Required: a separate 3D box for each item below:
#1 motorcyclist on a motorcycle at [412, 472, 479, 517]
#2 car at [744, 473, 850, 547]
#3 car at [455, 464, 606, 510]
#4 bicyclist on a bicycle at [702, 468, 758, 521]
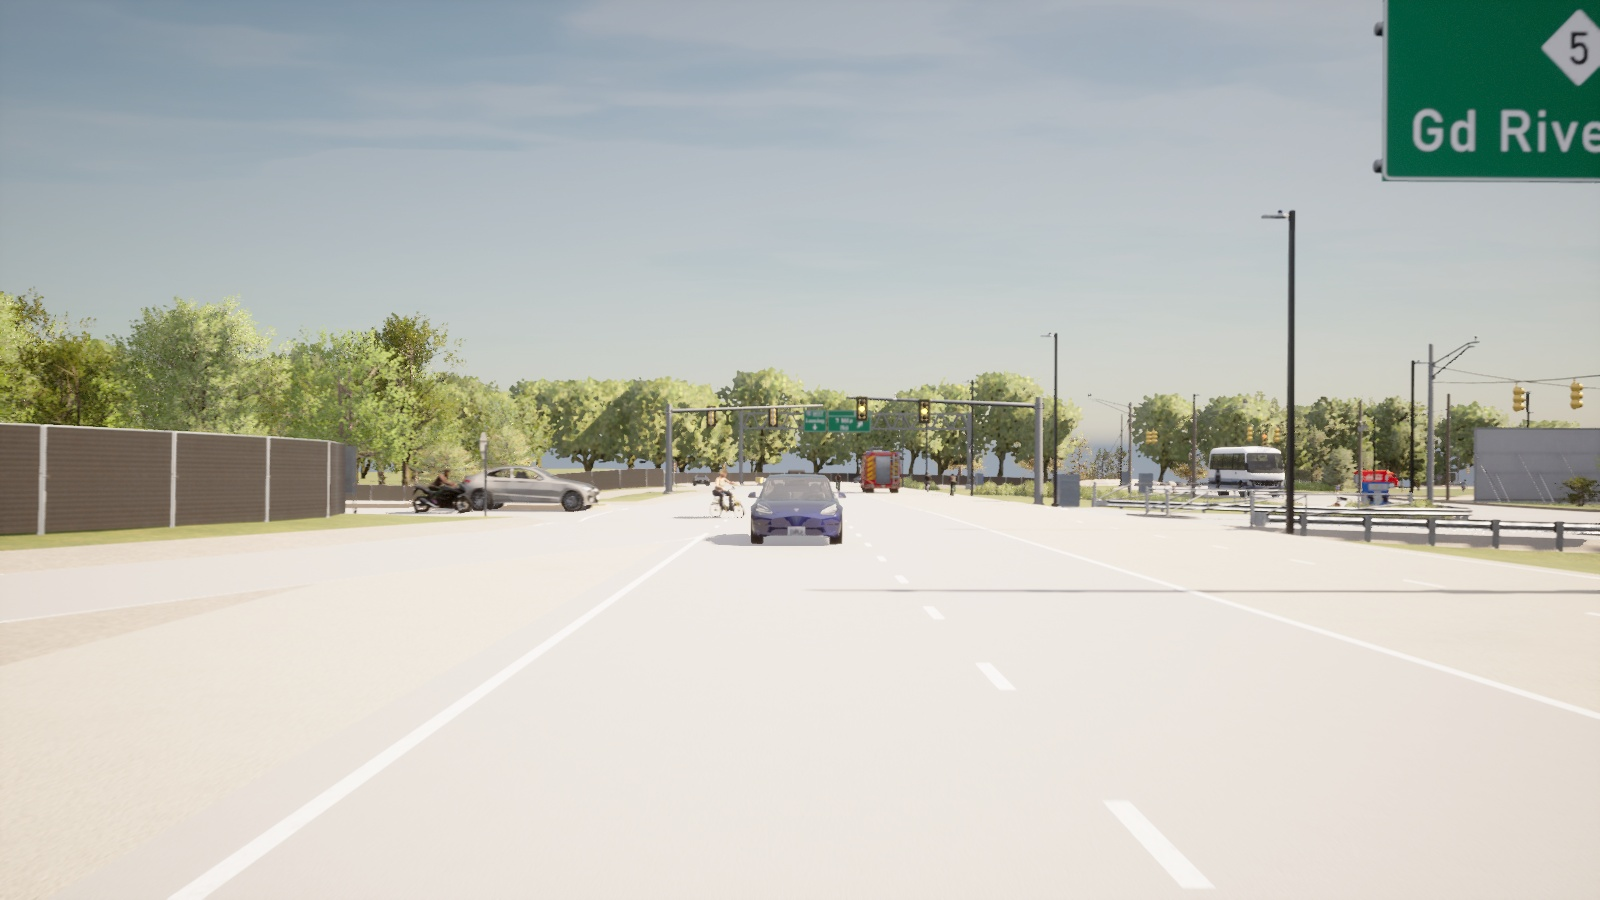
[{"bbox_3d":[-11.972,1.496,42.446,2.044,1.523,0.797,0,0,-1],"label":"motorcyclist on a motorcycle"},{"bbox_3d":[-0.056,1.277,28.067,2.163,1.488,4.792,0,-1,0],"label":"car"},{"bbox_3d":[-9.789,1.334,45.942,5.027,1.651,2.152,0,-1,0],"label":"car"},{"bbox_3d":[-2.275,1.443,40.916,1.509,1.612,0.866,-1,4,36],"label":"bicyclist on a bicycle"}]
